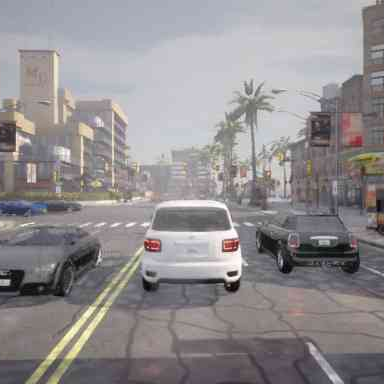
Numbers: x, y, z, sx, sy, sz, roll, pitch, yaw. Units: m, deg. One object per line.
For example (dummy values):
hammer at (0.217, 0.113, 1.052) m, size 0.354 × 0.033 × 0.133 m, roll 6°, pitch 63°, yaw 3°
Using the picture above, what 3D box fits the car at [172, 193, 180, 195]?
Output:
car at (-4.205, 1.540, 72.880) m, size 2.033 × 1.411 × 5.357 m, roll 0°, pitch 0°, yaw -1°

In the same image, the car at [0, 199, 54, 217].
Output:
car at (-16.017, 1.477, 31.234) m, size 5.008 × 1.535 × 1.882 m, roll 0°, pitch -1°, yaw 14°

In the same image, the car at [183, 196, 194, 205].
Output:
car at (-0.514, 1.477, 58.263) m, size 1.882 × 1.535 × 5.008 m, roll 0°, pitch 0°, yaw 0°

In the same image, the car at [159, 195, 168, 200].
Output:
car at (-7.906, 1.540, 92.927) m, size 2.033 × 1.411 × 5.357 m, roll 0°, pitch 0°, yaw -1°

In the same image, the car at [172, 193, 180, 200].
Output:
car at (-4.413, 1.225, 93.174) m, size 2.150 × 2.045 × 5.566 m, roll 0°, pitch 0°, yaw -1°

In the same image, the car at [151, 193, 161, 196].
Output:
car at (-7.705, 1.225, 72.866) m, size 2.150 × 2.045 × 5.566 m, roll 0°, pitch 0°, yaw -1°

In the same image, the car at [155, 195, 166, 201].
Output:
car at (-7.801, 1.525, 82.588) m, size 2.128 × 1.511 × 4.902 m, roll 0°, pitch 0°, yaw -1°

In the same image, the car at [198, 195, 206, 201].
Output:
car at (2.653, 1.524, 87.277) m, size 1.812 × 1.442 × 4.674 m, roll 0°, pitch 0°, yaw -1°

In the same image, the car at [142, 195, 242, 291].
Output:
car at (-0.015, 1.221, 9.151) m, size 2.150 × 2.045 × 5.566 m, roll 0°, pitch 0°, yaw 0°

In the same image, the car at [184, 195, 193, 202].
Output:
car at (-0.781, 1.540, 80.541) m, size 2.033 × 1.411 × 5.357 m, roll 0°, pitch 0°, yaw -1°

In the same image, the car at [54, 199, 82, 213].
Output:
car at (-14.505, 1.477, 35.977) m, size 5.008 × 1.535 × 1.882 m, roll 0°, pitch 0°, yaw -4°

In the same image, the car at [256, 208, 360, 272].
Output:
car at (3.479, 1.352, 10.889) m, size 2.097 × 1.767 × 4.553 m, roll 0°, pitch 0°, yaw 0°

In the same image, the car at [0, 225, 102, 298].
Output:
car at (-3.682, 1.564, 8.432) m, size 1.994 × 1.385 × 4.181 m, roll 0°, pitch 0°, yaw -1°
